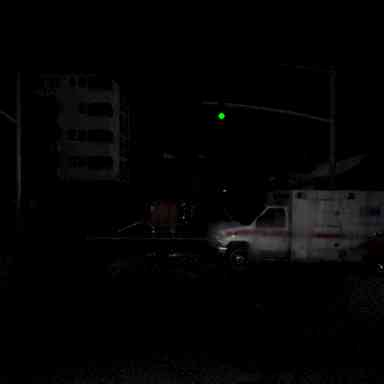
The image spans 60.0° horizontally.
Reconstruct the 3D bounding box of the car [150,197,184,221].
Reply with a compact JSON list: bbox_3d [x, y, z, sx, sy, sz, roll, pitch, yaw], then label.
[{"bbox_3d":[-2.086,1.347,27.380,2.097,1.767,4.553,0,0,3],"label":"car"}]

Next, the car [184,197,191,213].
[{"bbox_3d":[-1.568,1.347,37.321,2.097,1.767,4.553,0,0,3],"label":"car"}]

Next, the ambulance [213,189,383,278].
[{"bbox_3d":[3.861,1.163,10.388,6.366,2.431,2.351,1,0,3],"label":"ambulance"}]

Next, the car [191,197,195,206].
[{"bbox_3d":[-0.646,1.505,53.543,1.837,1.490,4.892,0,0,3],"label":"car"}]
